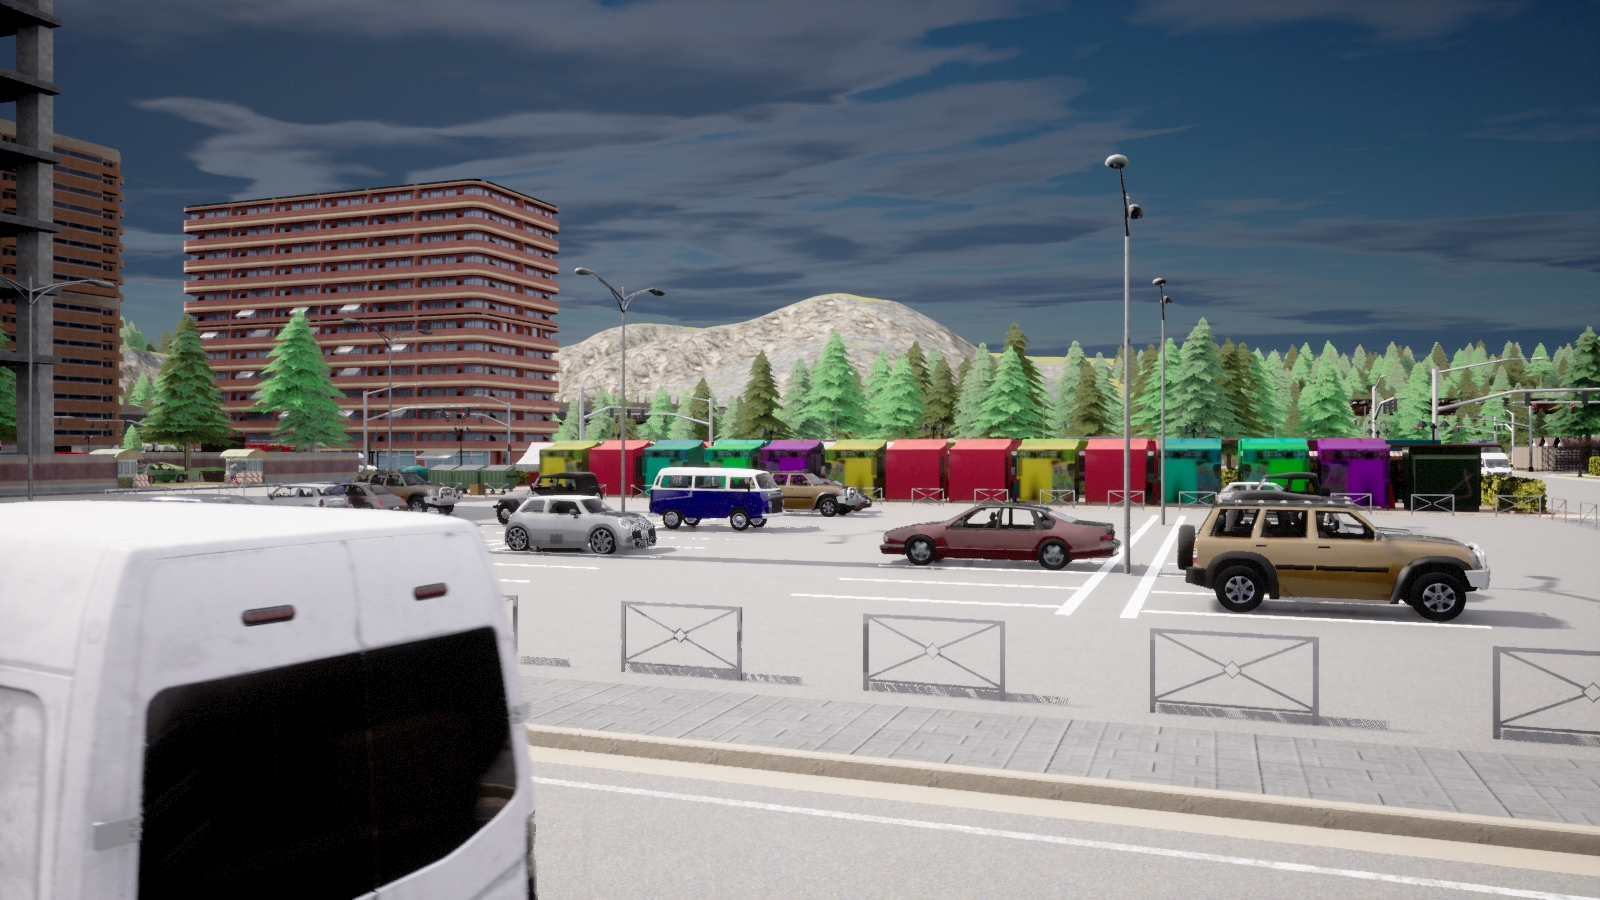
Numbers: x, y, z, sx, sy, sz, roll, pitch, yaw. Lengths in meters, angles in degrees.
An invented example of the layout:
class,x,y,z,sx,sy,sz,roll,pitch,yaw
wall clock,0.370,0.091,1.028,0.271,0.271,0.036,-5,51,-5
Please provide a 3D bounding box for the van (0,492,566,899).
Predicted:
class,x,y,z,sx,sy,sz,roll,pitch,yaw
van,-4.061,1.534,5.311,5.915,2.561,1.988,0,0,28
